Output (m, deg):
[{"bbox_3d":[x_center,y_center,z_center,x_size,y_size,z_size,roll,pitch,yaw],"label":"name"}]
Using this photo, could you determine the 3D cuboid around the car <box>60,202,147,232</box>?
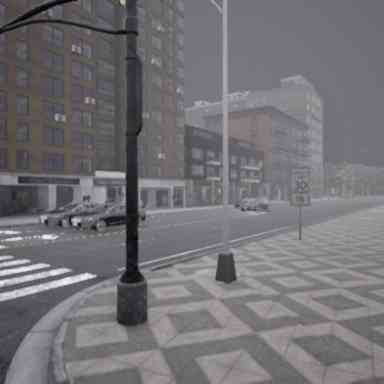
[{"bbox_3d":[-4.748,1.401,19.446,2.128,1.511,4.902,0,0,34],"label":"car"}]

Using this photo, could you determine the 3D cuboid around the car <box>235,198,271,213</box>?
[{"bbox_3d":[6.838,1.378,35.547,1.837,1.490,4.892,0,0,36],"label":"car"}]

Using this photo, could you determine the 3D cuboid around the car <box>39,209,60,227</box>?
[{"bbox_3d":[-7.301,1.412,21.446,2.128,1.511,4.902,0,0,36],"label":"car"}]
